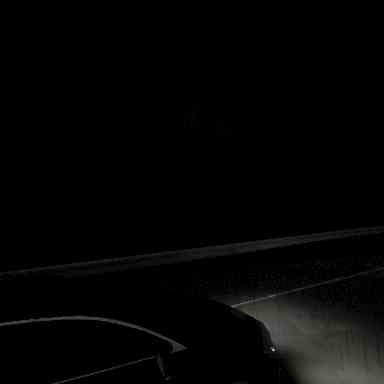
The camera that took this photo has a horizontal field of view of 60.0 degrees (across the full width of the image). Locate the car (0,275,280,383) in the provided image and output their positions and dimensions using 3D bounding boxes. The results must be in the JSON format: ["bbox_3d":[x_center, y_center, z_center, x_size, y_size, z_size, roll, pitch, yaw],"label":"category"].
[{"bbox_3d":[-1.341,1.504,2.732,4.892,1.490,1.837,0,0,-35],"label":"car"}]
